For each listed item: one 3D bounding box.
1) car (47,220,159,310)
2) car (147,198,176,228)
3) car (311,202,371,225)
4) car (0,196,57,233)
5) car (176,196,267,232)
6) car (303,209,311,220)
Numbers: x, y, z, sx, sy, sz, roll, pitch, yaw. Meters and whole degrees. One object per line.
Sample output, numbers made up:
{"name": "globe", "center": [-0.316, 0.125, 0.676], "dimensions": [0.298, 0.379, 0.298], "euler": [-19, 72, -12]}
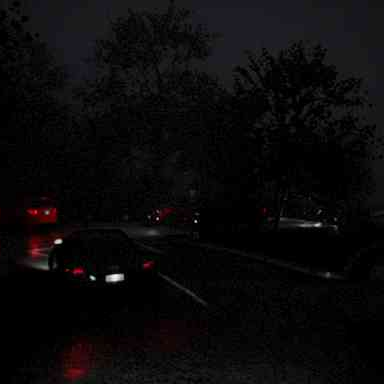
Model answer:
{"name": "car", "center": [-2.294, 1.587, 8.067], "dimensions": [1.994, 1.385, 4.181], "euler": [0, 0, -25]}
{"name": "car", "center": [-0.355, 1.317, 23.390], "dimensions": [5.566, 2.045, 2.150], "euler": [0, 0, -26]}
{"name": "car", "center": [11.949, 1.598, 26.168], "dimensions": [4.553, 1.767, 2.097], "euler": [1, -1, -30]}
{"name": "car", "center": [-10.781, 1.282, 20.056], "dimensions": [5.566, 2.045, 2.150], "euler": [0, 0, 22]}
{"name": "car", "center": [2.114, 1.324, 21.143], "dimensions": [5.566, 2.045, 2.150], "euler": [1, -1, -25]}
{"name": "car", "center": [12.156, 1.793, 29.937], "dimensions": [4.892, 1.490, 1.837], "euler": [1, 0, -30]}
